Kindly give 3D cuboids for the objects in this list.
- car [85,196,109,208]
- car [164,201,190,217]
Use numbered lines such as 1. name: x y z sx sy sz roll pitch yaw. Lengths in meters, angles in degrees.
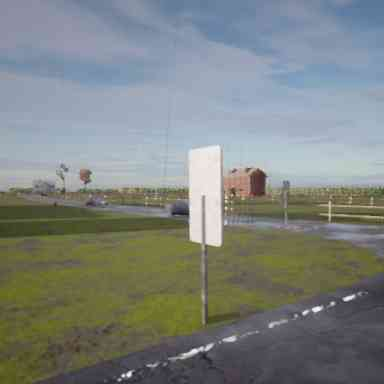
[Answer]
1. car: -12.721 1.252 44.311 2.128 1.511 4.902 -1 1 -36
2. car: -0.244 1.434 28.040 2.033 1.411 5.357 -1 1 -39
